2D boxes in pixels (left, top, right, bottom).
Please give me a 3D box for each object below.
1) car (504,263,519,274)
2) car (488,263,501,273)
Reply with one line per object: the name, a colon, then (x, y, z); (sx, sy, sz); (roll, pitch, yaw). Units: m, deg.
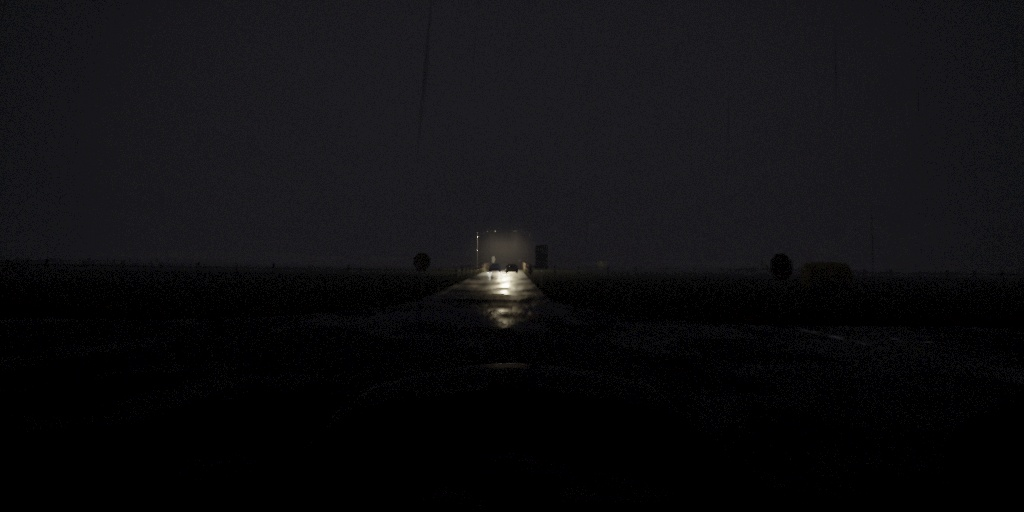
car: (-0.021, 1.864, 53.524); (1.837, 1.490, 4.892); (0, -1, 0)
car: (-2.775, 1.951, 58.974); (1.812, 1.442, 4.674); (0, -1, 0)
